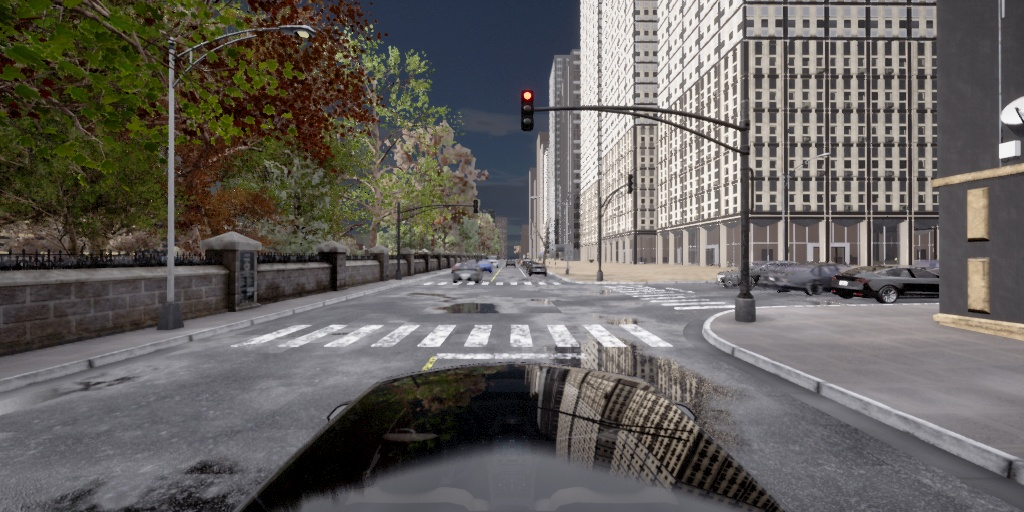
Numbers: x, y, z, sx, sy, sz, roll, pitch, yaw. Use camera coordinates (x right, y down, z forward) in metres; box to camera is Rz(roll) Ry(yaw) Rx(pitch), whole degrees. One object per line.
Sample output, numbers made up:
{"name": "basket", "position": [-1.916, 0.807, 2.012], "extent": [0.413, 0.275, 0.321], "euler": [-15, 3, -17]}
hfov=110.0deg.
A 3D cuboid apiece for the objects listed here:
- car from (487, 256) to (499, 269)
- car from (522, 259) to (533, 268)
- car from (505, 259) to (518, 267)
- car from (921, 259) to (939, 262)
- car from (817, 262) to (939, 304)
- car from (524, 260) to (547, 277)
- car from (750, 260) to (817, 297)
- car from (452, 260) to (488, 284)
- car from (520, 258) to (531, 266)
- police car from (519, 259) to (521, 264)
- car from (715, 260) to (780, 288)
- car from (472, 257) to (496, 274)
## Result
{"name": "car", "position": [-3.376, 1.006, 58.661], "extent": [2.150, 2.045, 5.566], "euler": [0, 0, 0]}
{"name": "car", "position": [2.483, 1.335, 41.741], "extent": [1.948, 1.339, 4.313], "euler": [0, 0, 0]}
{"name": "car", "position": [-0.228, 1.299, 65.141], "extent": [1.837, 1.490, 4.892], "euler": [0, 0, 0]}
{"name": "car", "position": [23.470, 0.882, 19.479], "extent": [5.357, 1.411, 2.033], "euler": [-1, 0, -1]}
{"name": "car", "position": [14.627, 1.026, 13.590], "extent": [4.313, 1.339, 1.948], "euler": [0, 0, -1]}
{"name": "car", "position": [2.513, 1.331, 36.109], "extent": [1.948, 1.339, 4.313], "euler": [0, 0, 0]}
{"name": "car", "position": [14.078, 1.027, 16.067], "extent": [5.357, 1.411, 2.033], "euler": [-1, 0, -2]}
{"name": "car", "position": [-3.229, 1.251, 26.846], "extent": [2.128, 1.511, 4.902], "euler": [0, 0, 0]}
{"name": "car", "position": [2.454, 1.339, 47.374], "extent": [1.948, 1.339, 4.313], "euler": [0, 0, 0]}
{"name": "police car", "position": [2.809, 1.218, 64.533], "extent": [1.930, 1.638, 5.238], "euler": [0, 0, 0]}
{"name": "car", "position": [13.651, 0.993, 19.384], "extent": [4.902, 1.511, 2.128], "euler": [-1, 0, 0]}
{"name": "car", "position": [-3.305, 1.247, 42.562], "extent": [1.882, 1.535, 5.008], "euler": [0, 0, 0]}
